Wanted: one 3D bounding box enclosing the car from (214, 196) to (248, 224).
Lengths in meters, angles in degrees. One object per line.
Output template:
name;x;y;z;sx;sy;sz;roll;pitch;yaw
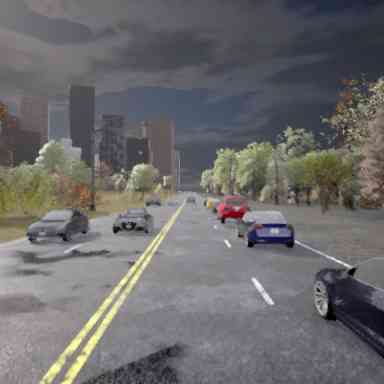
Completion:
car;3.198;1.344;26.379;2.150;2.045;5.566;0;0;0

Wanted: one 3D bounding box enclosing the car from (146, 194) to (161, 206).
car;-6.705;1.459;58.668;2.150;2.045;5.566;0;0;0

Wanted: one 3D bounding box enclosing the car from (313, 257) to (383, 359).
car;3.251;1.523;4.357;2.163;1.488;4.792;0;0;0

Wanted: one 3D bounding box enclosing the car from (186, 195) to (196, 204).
car;-0.207;1.654;69.927;2.128;1.511;4.902;0;0;0

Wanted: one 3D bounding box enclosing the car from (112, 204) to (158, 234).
car;-3.380;1.665;19.763;1.994;1.385;4.181;0;0;0

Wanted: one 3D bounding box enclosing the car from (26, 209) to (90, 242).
car;-6.622;1.614;17.032;1.812;1.442;4.674;0;0;0

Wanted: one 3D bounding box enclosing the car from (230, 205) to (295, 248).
car;3.237;1.580;15.375;2.163;1.488;4.792;0;0;0

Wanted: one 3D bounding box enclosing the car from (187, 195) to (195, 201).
car;-0.265;1.629;86.483;2.128;1.511;4.902;0;0;0

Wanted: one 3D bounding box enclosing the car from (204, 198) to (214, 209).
car;3.119;1.680;48.356;1.882;1.535;5.008;0;0;0

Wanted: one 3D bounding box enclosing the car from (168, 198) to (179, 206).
car;-3.449;1.846;61.526;1.895;1.301;4.718;0;0;0

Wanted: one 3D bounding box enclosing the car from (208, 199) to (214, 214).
car;3.161;1.761;37.382;1.895;1.301;4.718;0;0;0
